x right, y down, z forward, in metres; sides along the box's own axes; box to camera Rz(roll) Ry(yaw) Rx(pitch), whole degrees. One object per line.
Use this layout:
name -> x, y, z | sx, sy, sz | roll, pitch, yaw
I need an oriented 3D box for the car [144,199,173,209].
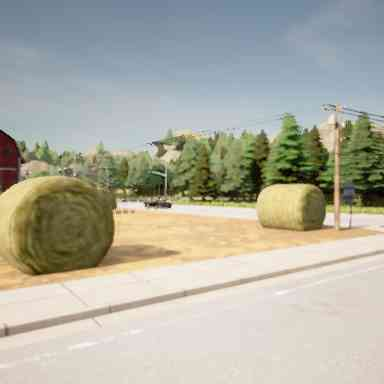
car -> -4.662, 1.660, 46.108 | 1.895, 1.301, 4.718 | 0, 0, -38
